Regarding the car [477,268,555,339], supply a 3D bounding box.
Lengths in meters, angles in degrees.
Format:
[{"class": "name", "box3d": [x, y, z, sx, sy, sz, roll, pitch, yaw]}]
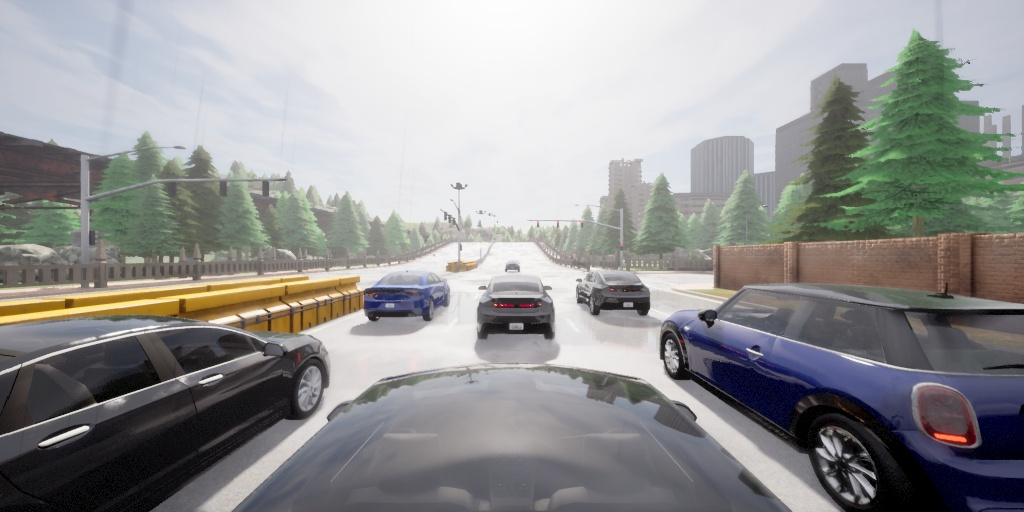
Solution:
[{"class": "car", "box3d": [0.096, 1.255, 10.043, 1.837, 1.490, 4.892, 0, 0, 0]}]

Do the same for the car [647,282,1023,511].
[{"class": "car", "box3d": [3.601, 1.102, 4.393, 2.097, 1.767, 4.553, 0, 0, 0]}]

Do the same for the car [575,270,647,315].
[{"class": "car", "box3d": [3.614, 1.255, 13.478, 1.837, 1.490, 4.892, 0, 0, 1]}]

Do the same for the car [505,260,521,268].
[{"class": "car", "box3d": [0.068, 1.276, 46.213, 1.812, 1.442, 4.674, 0, 0, 0]}]

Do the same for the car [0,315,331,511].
[{"class": "car", "box3d": [-3.400, 1.255, 2.973, 1.837, 1.490, 4.892, 0, 0, 0]}]

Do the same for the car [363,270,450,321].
[{"class": "car", "box3d": [-3.404, 1.228, 12.466, 1.882, 1.535, 5.008, 0, 0, 0]}]
